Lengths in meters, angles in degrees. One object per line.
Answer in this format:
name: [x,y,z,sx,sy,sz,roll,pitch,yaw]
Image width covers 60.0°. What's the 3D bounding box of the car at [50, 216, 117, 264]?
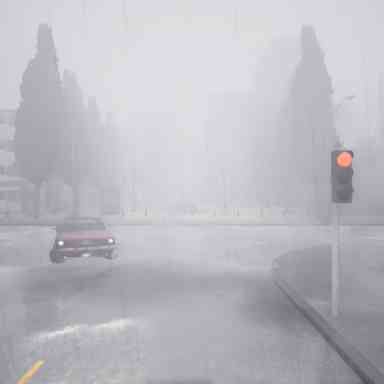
car: [-3.955,1.601,12.133,1.895,1.301,4.718,0,0,-20]
